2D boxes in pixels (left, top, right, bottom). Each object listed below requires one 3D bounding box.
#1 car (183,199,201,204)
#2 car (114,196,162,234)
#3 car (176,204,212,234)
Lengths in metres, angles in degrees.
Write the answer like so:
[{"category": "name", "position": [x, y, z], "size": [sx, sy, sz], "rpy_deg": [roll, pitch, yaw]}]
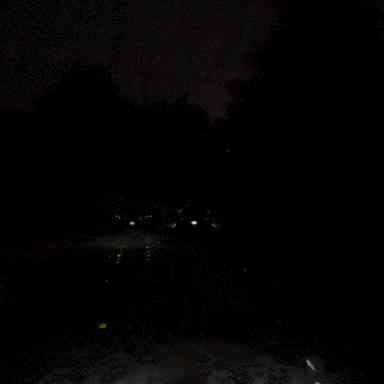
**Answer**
[{"category": "car", "position": [0.047, 1.612, 39.151], "size": [1.837, 1.490, 4.892], "rpy_deg": [0, 0, -2]}, {"category": "car", "position": [-3.081, 1.257, 19.918], "size": [2.150, 2.045, 5.566], "rpy_deg": [0, 0, 0]}, {"category": "car", "position": [0.113, 1.599, 19.486], "size": [1.994, 1.385, 4.181], "rpy_deg": [0, 0, 0]}]
